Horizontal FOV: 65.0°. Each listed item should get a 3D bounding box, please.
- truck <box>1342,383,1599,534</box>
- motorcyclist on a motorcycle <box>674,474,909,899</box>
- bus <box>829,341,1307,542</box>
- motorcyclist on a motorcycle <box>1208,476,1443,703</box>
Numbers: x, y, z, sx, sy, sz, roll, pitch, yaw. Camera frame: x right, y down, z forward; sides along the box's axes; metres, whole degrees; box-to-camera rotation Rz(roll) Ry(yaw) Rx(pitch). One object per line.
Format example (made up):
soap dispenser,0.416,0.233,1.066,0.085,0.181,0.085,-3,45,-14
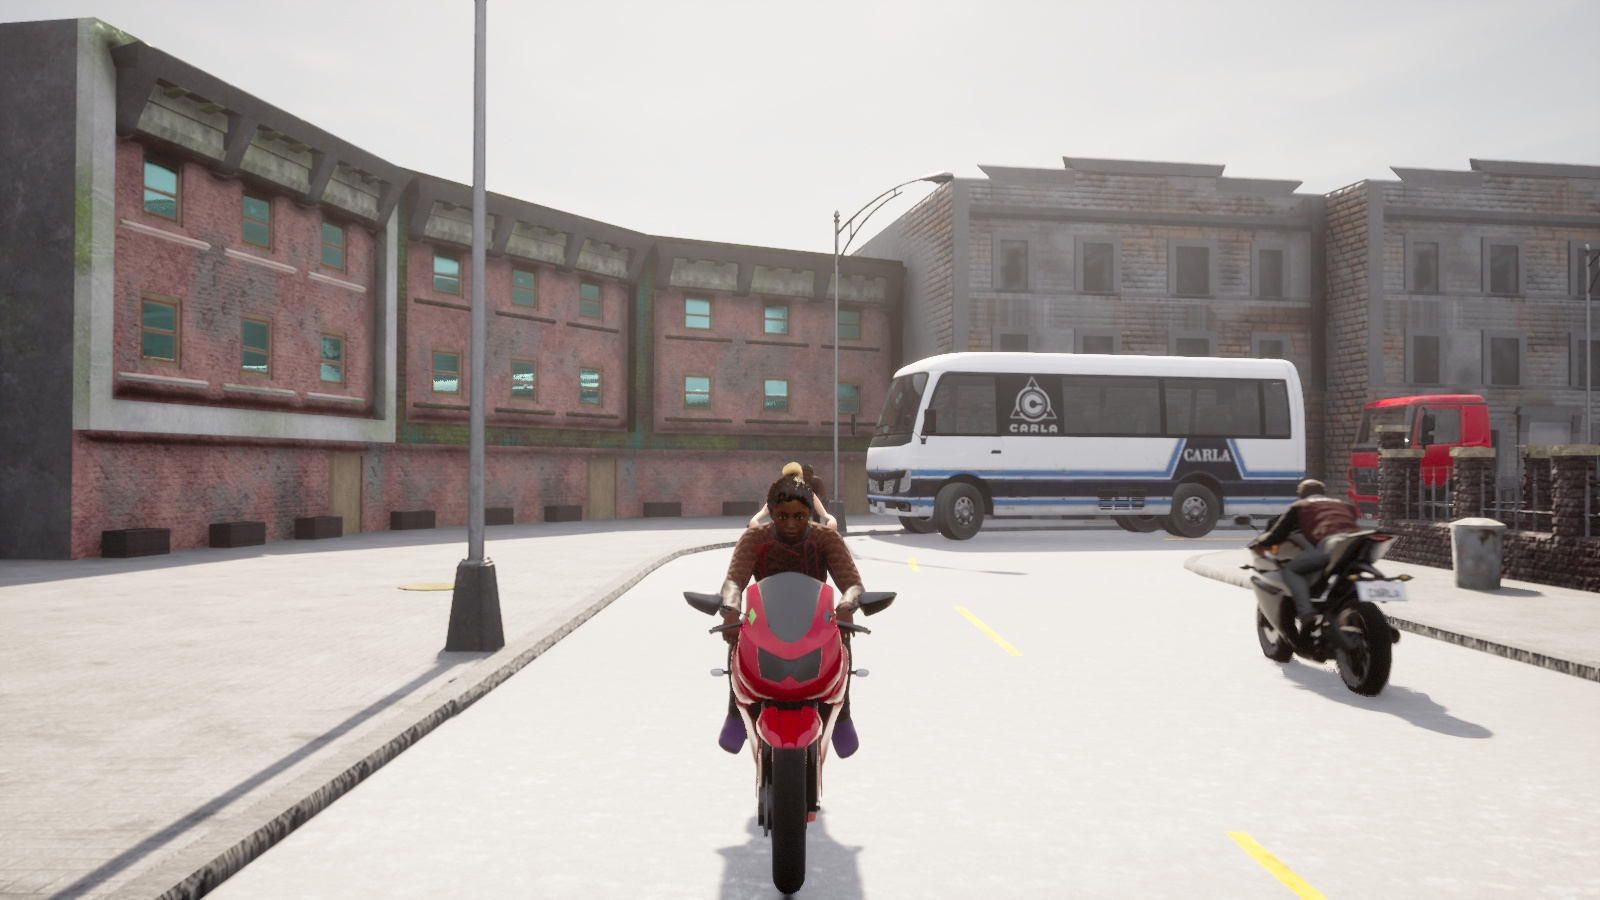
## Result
truck,17.794,0.206,30.537,7.936,3.462,2.891,0,-1,0
motorcyclist on a motorcycle,-0.034,0.871,5.310,0.797,1.523,2.044,0,-1,0
bus,6.145,-0.155,29.530,10.273,4.253,3.944,0,-1,-13
motorcyclist on a motorcycle,3.945,0.973,9.675,0.866,1.530,2.191,0,-1,0
